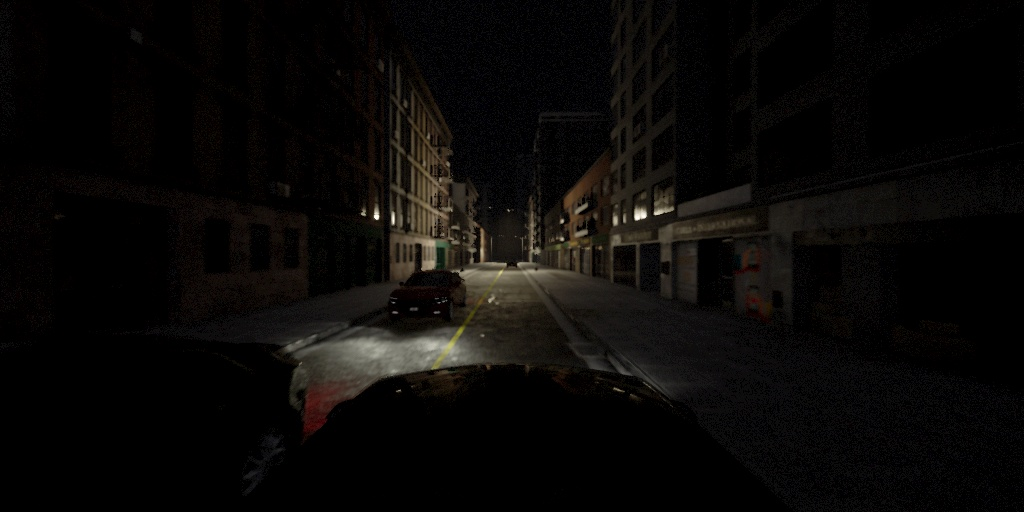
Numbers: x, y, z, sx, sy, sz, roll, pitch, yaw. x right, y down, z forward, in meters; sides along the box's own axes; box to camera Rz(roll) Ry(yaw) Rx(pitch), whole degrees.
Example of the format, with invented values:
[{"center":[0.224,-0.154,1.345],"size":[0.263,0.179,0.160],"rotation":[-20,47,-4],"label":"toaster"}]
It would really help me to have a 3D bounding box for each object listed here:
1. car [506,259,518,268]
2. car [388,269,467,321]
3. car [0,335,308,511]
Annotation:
[{"center":[-0.008,1.285,62.215],"size":[1.882,1.535,5.008],"rotation":[0,0,0],"label":"car"},{"center":[-2.756,1.232,12.656],"size":[1.882,1.535,5.008],"rotation":[0,0,1],"label":"car"},{"center":[-2.842,1.257,1.439],"size":[1.837,1.490,4.892],"rotation":[0,0,0],"label":"car"}]
